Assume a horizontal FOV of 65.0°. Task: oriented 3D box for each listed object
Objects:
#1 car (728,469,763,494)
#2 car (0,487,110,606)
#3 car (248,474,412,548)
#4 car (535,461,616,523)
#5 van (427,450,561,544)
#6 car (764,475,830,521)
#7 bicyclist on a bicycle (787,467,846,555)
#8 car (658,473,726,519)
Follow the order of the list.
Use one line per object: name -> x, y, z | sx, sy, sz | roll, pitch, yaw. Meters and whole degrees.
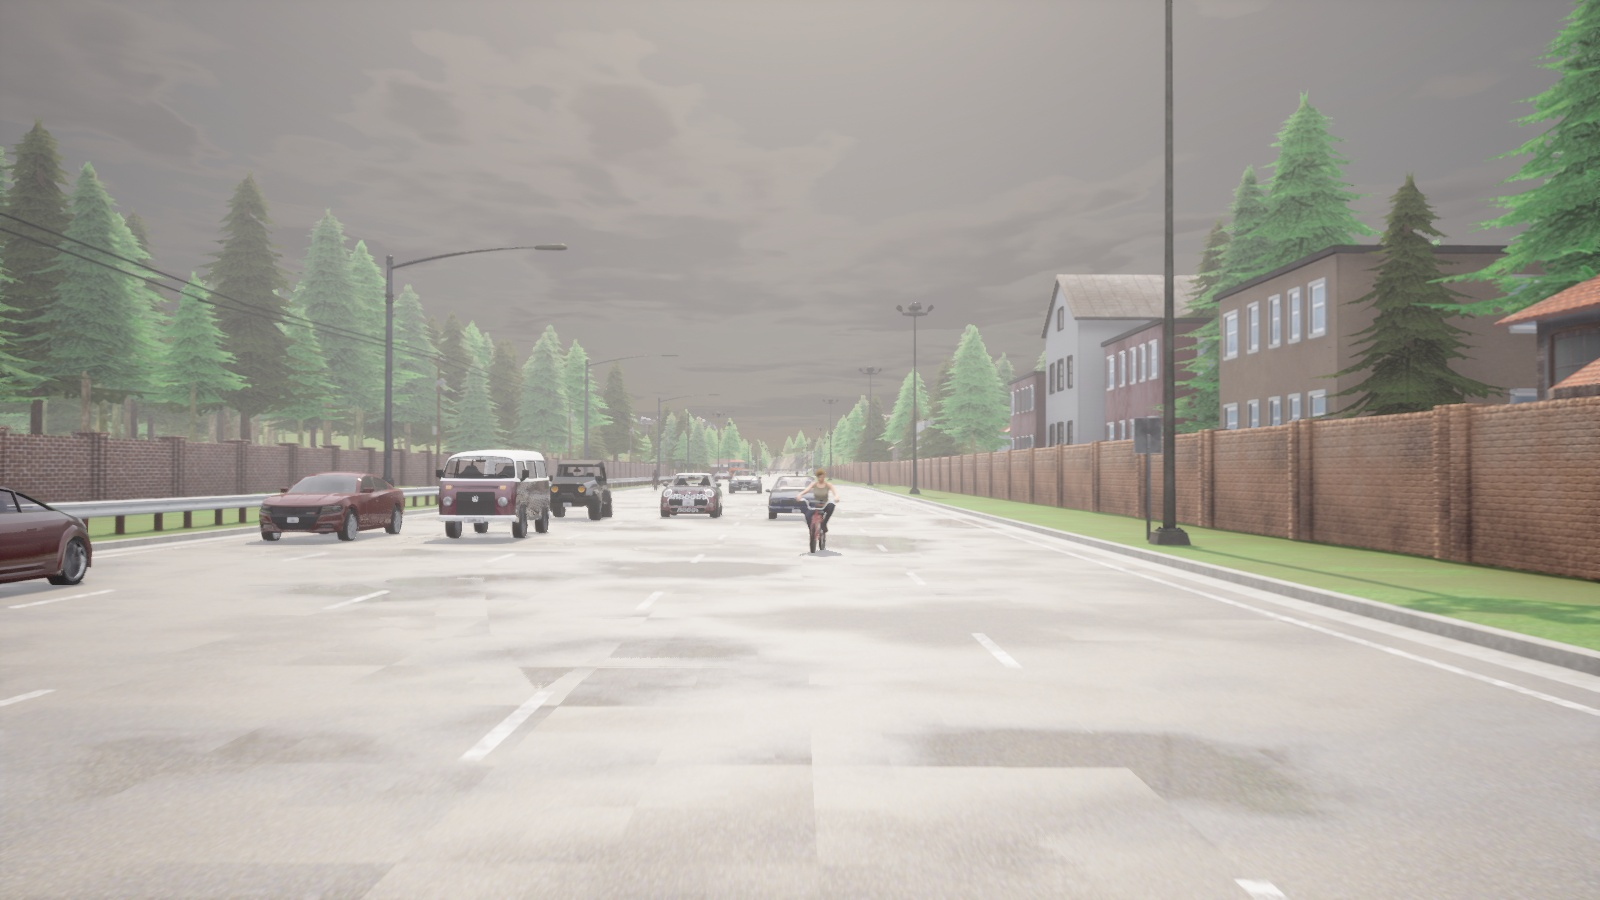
car -> -3.714, 2.120, 86.358 | 2.242, 1.667, 4.611 | 0, -1, 0
car -> -10.538, 1.176, 15.263 | 1.994, 1.385, 4.181 | 0, -1, 0
car -> -10.571, 1.315, 28.678 | 1.882, 1.535, 5.008 | 0, -1, 0
car -> -7.100, 1.311, 40.110 | 1.905, 1.878, 3.866 | 0, -1, 0
van -> -7.074, 1.061, 29.527 | 2.069, 2.038, 4.480 | 0, -1, 0
car -> -0.104, 1.565, 41.934 | 2.033, 1.411, 5.357 | 0, -1, 0
bicyclist on a bicycle -> 0.331, 1.154, 24.150 | 0.866, 1.612, 1.509 | 1, -1, 10
car -> -3.605, 1.504, 42.367 | 1.970, 1.475, 3.806 | 0, -1, 0
